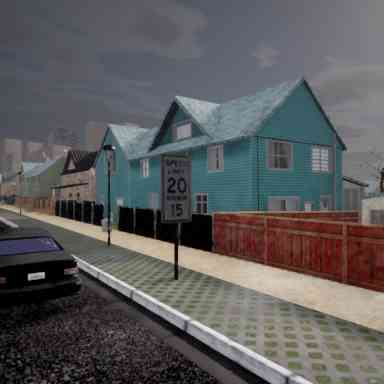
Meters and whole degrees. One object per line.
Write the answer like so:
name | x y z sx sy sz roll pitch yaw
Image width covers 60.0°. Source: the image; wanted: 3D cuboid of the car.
car | -4.239 1.551 7.983 2.033 1.411 5.357 0 0 -36
